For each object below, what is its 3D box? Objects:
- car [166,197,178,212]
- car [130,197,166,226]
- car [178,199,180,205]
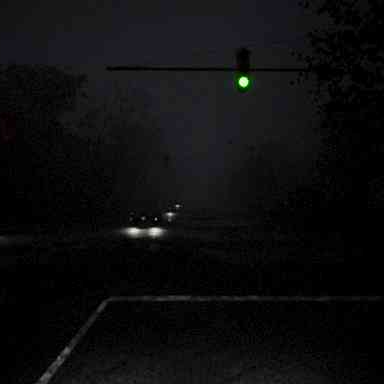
[{"bbox_3d":[-3.626,1.718,46.741,2.150,2.045,5.566,0,0,3],"label":"car"},{"bbox_3d":[-3.622,1.644,27.494,2.150,2.045,5.566,0,-1,0],"label":"car"},{"bbox_3d":[-3.545,1.802,66.520,1.837,1.490,4.892,0,1,1],"label":"car"}]
